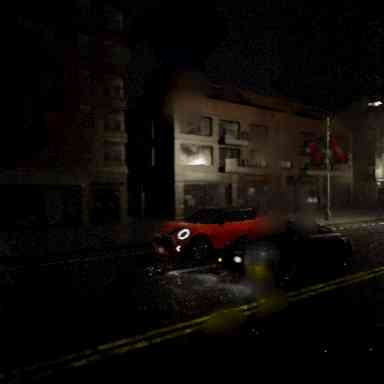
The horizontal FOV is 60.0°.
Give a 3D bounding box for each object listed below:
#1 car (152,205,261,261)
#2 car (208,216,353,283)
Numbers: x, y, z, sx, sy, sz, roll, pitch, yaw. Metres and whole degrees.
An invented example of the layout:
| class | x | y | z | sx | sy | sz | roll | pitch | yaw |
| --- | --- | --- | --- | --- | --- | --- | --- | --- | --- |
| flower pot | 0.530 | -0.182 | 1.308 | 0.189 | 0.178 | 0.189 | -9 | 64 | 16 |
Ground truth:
| class | x | y | z | sx | sy | sz | roll | pitch | yaw |
| --- | --- | --- | --- | --- | --- | --- | --- | --- | --- |
| car | 0.806 | 1.321 | 12.243 | 4.553 | 1.767 | 2.097 | 0 | 0 | -35 |
| car | 2.791 | 1.533 | 9.667 | 4.181 | 1.385 | 1.994 | 0 | 0 | -35 |
